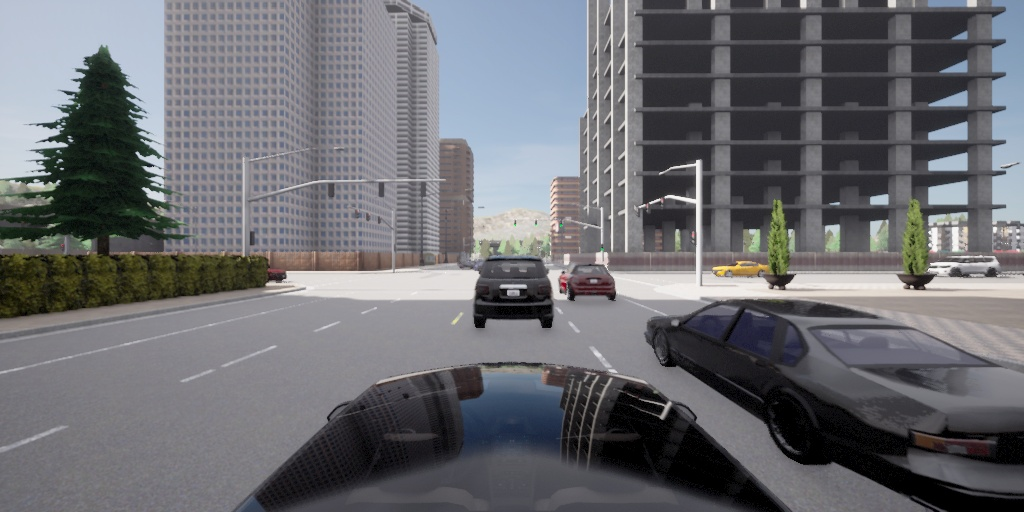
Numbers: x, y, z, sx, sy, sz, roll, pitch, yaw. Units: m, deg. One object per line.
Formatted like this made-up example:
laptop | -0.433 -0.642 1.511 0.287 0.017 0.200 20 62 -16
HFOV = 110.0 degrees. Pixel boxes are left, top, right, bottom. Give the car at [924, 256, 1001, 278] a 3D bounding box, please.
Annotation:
car | 42.736 1.021 34.108 5.566 2.045 2.150 0 0 1

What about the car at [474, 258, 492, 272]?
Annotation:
car | -3.809 1.175 47.790 2.097 1.767 4.553 0 0 0

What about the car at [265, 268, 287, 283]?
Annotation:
car | -19.877 1.268 27.307 5.008 1.535 1.882 0 0 1

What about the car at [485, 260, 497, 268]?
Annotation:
car | -3.592 1.371 62.741 1.812 1.442 4.674 0 0 1

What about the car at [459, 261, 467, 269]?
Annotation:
car | -7.117 1.401 56.645 1.994 1.385 4.181 0 0 1

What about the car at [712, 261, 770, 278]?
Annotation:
car | 21.803 1.279 34.253 5.008 1.535 1.882 0 0 0

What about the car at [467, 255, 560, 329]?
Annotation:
car | 0.052 0.988 11.471 2.150 2.045 5.566 0 0 0

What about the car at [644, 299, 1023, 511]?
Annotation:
car | 3.599 1.303 4.845 2.033 1.411 5.357 0 0 0

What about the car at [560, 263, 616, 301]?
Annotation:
car | 3.561 1.126 17.747 2.097 1.767 4.553 0 0 0
